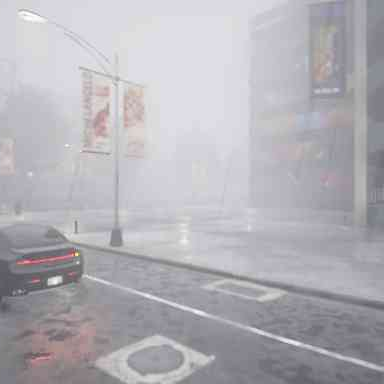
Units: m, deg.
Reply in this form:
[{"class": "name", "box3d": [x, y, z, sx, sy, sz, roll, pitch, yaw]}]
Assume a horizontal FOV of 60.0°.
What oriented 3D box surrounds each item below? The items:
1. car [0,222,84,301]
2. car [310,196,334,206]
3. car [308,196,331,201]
[{"class": "car", "box3d": [-4.561, 1.506, 8.261, 4.892, 1.490, 1.837, 1, 0, 41]}, {"class": "car", "box3d": [21.097, 1.426, 53.859, 2.161, 1.482, 4.786, 0, 0, 42]}, {"class": "car", "box3d": [16.036, 1.330, 42.021, 2.002, 1.452, 4.674, 0, 0, 42]}]
